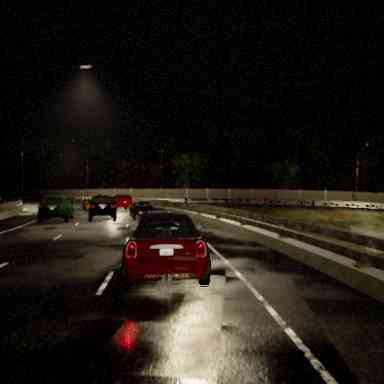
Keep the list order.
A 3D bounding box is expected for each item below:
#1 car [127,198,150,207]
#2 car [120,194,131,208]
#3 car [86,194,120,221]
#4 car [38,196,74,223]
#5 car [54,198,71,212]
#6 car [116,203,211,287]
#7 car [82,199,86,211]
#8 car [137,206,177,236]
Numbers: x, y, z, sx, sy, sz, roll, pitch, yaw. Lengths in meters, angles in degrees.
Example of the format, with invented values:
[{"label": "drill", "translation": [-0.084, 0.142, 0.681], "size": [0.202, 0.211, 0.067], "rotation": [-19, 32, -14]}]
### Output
[{"label": "car", "translation": [-4.525, 1.573, 29.886], "size": [1.837, 1.490, 4.892], "rotation": [0, 0, -15]}, {"label": "car", "translation": [-9.168, 1.325, 43.047], "size": [2.150, 2.045, 5.566], "rotation": [0, 0, -23]}, {"label": "car", "translation": [-7.564, 1.290, 28.074], "size": [2.150, 2.045, 5.566], "rotation": [0, 0, -16]}, {"label": "car", "translation": [-10.828, 1.295, 26.722], "size": [2.150, 2.045, 5.566], "rotation": [0, 0, -14]}, {"label": "car", "translation": [-16.659, 1.618, 42.704], "size": [1.837, 1.490, 4.892], "rotation": [0, 0, -24]}, {"label": "car", "translation": [-0.735, 1.373, 9.594], "size": [2.097, 1.767, 4.553], "rotation": [0, 0, -4]}, {"label": "car", "translation": [-13.284, 1.587, 43.694], "size": [1.882, 1.535, 5.008], "rotation": [0, 0, -23]}, {"label": "car", "translation": [-2.144, 1.606, 19.433], "size": [1.994, 1.385, 4.181], "rotation": [0, 0, -10]}]
